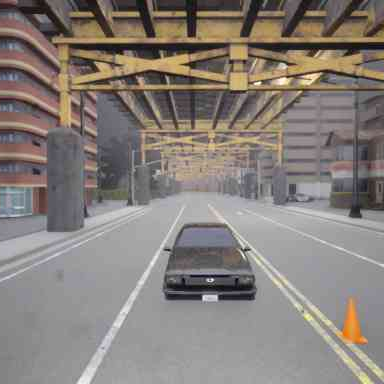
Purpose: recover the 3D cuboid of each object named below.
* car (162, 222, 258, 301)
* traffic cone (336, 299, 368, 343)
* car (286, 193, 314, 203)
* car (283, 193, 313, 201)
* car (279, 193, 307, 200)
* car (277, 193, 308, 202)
[{"bbox_3d":[0.364,1.533,8.719,2.033,1.411,5.357,0,0,1],"label":"car"},{"bbox_3d":[2.455,1.949,5.111,0.340,0.580,0.340,0,0,0],"label":"traffic cone"},{"bbox_3d":[17.482,1.004,54.827,4.974,1.542,2.038,0,1,-20],"label":"car"},{"bbox_3d":[17.531,0.847,54.843,4.536,1.218,1.853,0,1,-20],"label":"car"},{"bbox_3d":[17.878,0.800,58.960,4.536,1.218,1.853,0,1,25],"label":"car"},{"bbox_3d":[17.831,0.957,58.984,4.974,1.542,2.038,0,1,25],"label":"car"}]
